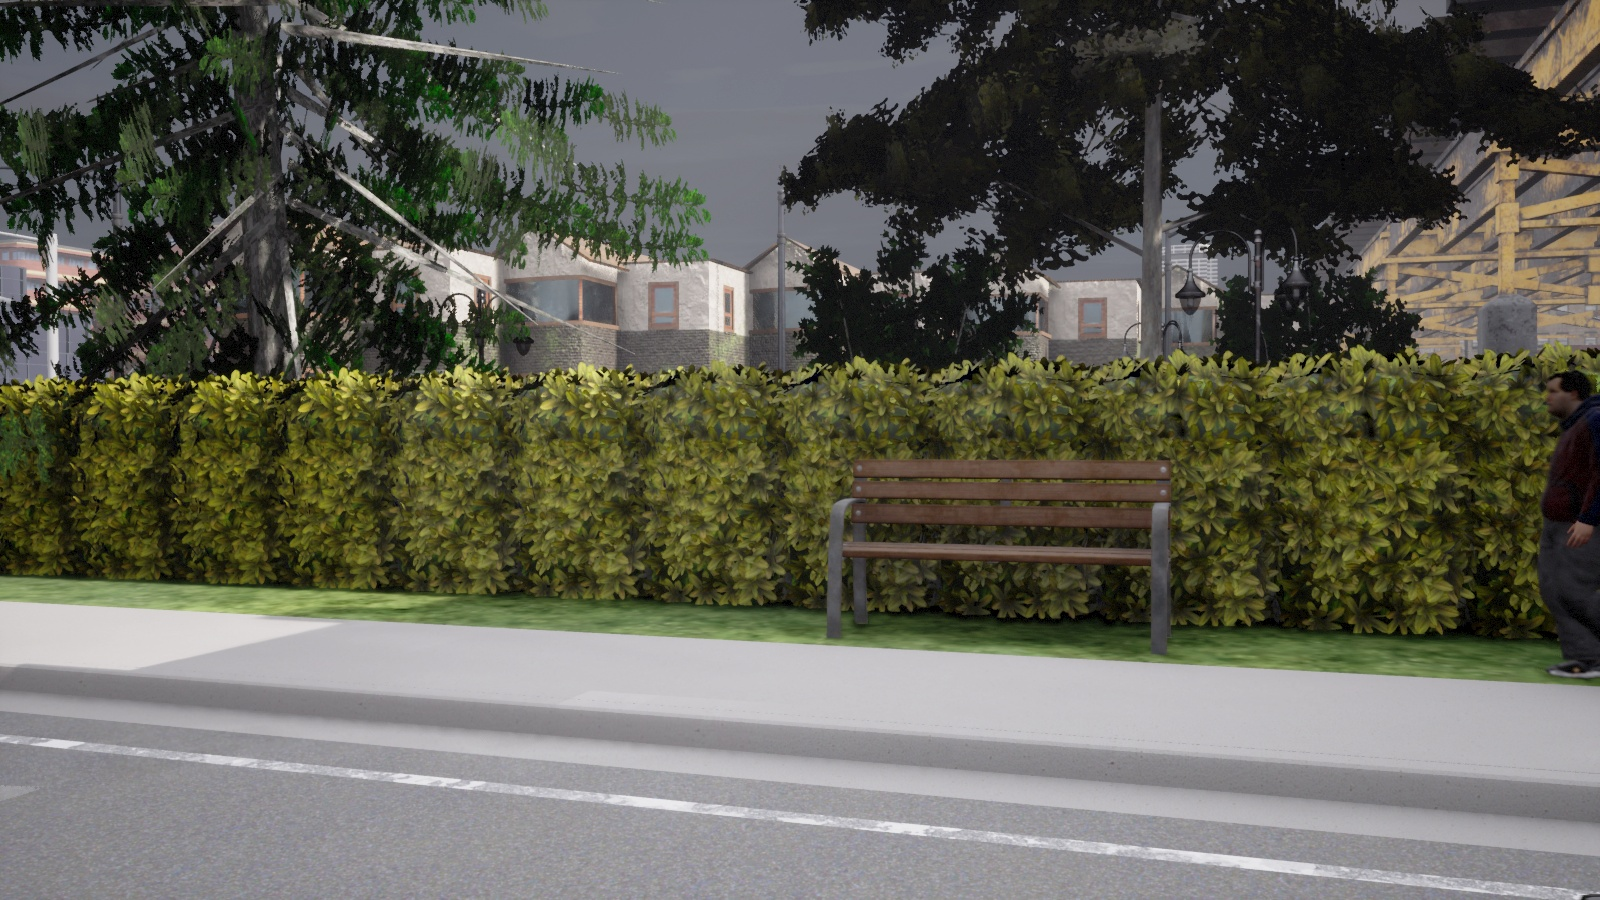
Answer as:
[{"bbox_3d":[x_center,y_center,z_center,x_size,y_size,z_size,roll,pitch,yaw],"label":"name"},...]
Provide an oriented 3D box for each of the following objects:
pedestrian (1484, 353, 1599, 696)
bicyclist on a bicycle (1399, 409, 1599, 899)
[{"bbox_3d":[4.418,0.395,7.042,0.899,1.844,0.634,1,1,17],"label":"pedestrian"},{"bbox_3d":[2.096,0.731,2.515,1.509,1.612,0.866,1,1,18],"label":"bicyclist on a bicycle"}]
